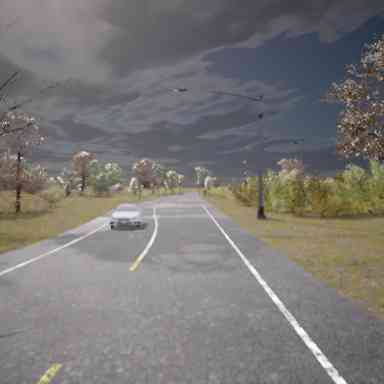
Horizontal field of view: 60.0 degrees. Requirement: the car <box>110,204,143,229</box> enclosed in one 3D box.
[{"bbox_3d":[-4.257,1.513,21.995,1.812,1.442,4.674,0,0,-6],"label":"car"}]
